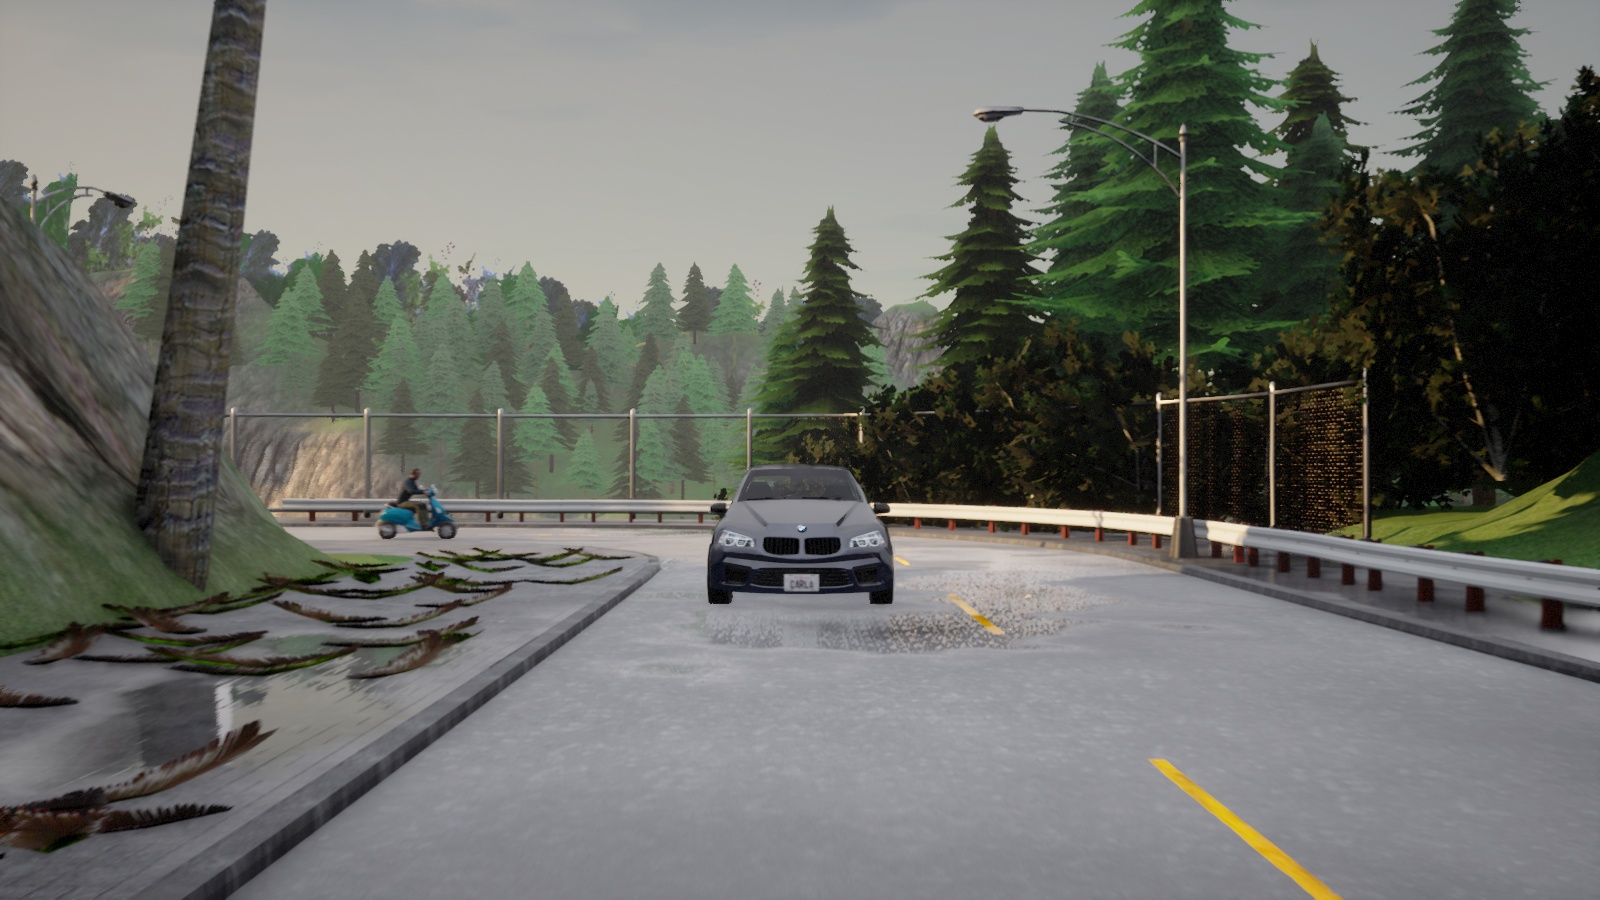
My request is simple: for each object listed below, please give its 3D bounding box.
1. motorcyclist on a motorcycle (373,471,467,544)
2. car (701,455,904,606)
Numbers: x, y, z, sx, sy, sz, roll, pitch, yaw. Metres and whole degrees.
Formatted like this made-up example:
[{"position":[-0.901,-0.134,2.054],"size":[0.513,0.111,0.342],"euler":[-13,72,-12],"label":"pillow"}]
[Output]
[{"position":[-8.425,1.269,27.909],"size":[1.817,1.590,0.866],"euler":[0,-1,1],"label":"motorcyclist on a motorcycle"},{"position":[-0.002,0.931,16.227],"size":[2.242,1.667,4.611],"euler":[0,-1,-1],"label":"car"}]
